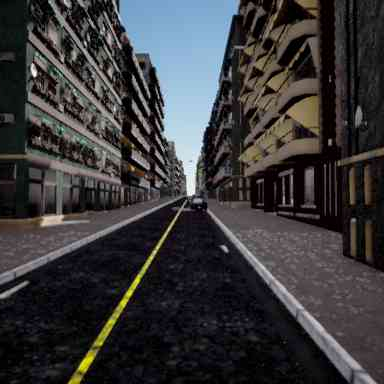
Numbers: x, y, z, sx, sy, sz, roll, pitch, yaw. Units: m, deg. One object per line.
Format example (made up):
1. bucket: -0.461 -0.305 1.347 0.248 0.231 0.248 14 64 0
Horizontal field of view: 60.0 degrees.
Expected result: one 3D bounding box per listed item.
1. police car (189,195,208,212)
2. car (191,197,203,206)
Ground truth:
1. police car: 0.825 1.455 39.566 1.930 1.638 5.238 0 0 0
2. car: 0.825 1.584 55.464 1.812 1.442 4.674 0 0 0
